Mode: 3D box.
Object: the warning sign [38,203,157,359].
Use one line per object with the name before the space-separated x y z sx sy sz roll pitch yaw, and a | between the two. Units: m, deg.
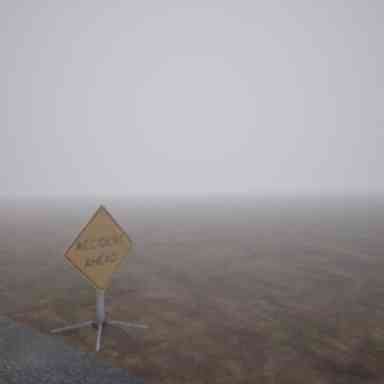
warning sign | -1.355 1.112 4.906 1.060 1.860 1.300 0 0 36
